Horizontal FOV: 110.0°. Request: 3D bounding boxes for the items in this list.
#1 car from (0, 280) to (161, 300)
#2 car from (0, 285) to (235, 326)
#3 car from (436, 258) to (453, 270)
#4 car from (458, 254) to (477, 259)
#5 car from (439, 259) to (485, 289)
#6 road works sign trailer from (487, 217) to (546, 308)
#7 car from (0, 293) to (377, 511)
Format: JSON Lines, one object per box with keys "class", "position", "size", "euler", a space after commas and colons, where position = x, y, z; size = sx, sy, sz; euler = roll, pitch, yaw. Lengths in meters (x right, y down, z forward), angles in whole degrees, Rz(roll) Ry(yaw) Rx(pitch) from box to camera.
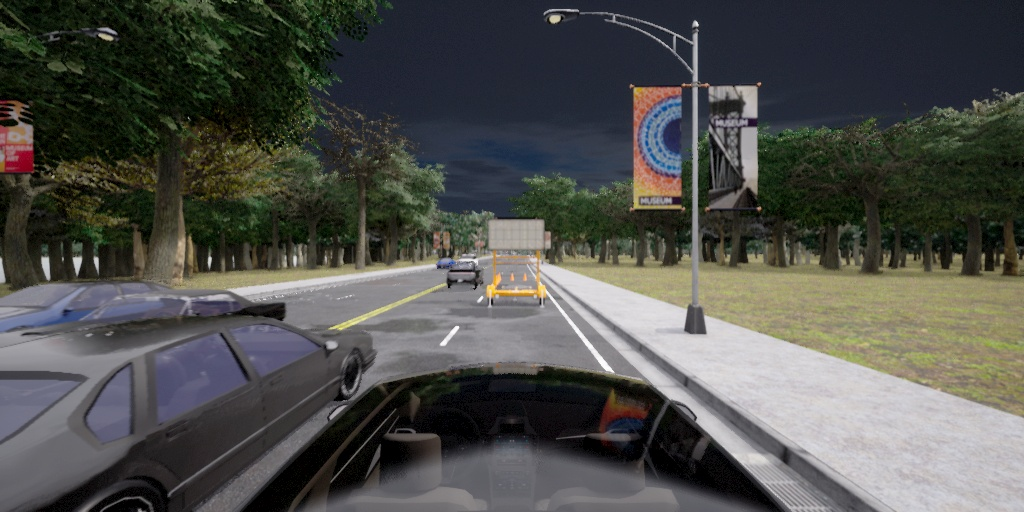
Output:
{"class": "car", "position": [-9.765, 1.279, 8.184], "size": [2.033, 1.411, 5.357], "euler": [0, 0, 1]}
{"class": "car", "position": [-6.536, 1.337, 6.647], "size": [1.895, 1.301, 4.718], "euler": [0, 0, 1]}
{"class": "car", "position": [-9.018, 1.033, 49.068], "size": [1.882, 1.535, 5.008], "euler": [0, 1, 1]}
{"class": "car", "position": [-5.806, 0.785, 47.474], "size": [2.150, 2.045, 5.566], "euler": [0, 0, 1]}
{"class": "car", "position": [-2.843, 1.173, 22.471], "size": [2.128, 1.511, 4.902], "euler": [0, 0, 1]}
{"class": "road works sign trailer", "position": [0.182, 0.174, 15.079], "size": [2.380, 3.560, 2.880], "euler": [0, 0, 1]}
{"class": "car", "position": [-3.130, 1.293, 3.341], "size": [2.033, 1.411, 5.357], "euler": [0, 0, 1]}
